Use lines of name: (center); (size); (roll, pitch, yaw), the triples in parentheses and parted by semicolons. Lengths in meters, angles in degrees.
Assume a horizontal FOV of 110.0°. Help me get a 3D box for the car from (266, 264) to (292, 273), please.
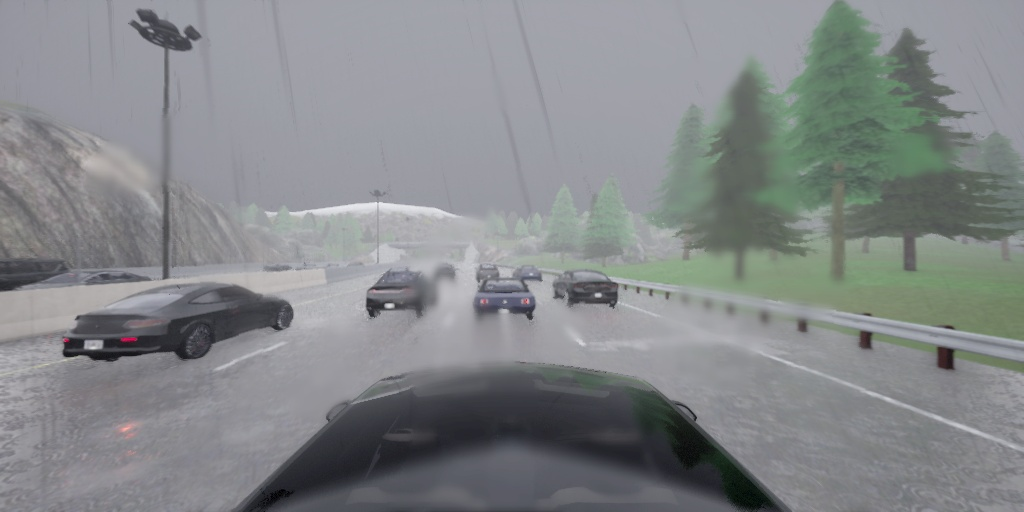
car: (-34.559, 1.767, 53.294); (1.895, 1.301, 4.718); (0, 0, -10)

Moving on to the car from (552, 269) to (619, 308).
car: (3.000, 1.295, 15.606); (1.882, 1.535, 5.008); (0, 0, -4)

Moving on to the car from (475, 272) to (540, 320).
car: (-0.320, 1.415, 13.008); (1.895, 1.301, 4.718); (0, 0, -3)

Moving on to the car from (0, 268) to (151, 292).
car: (-18.216, 1.385, 15.337); (2.128, 1.511, 4.902); (0, 0, -5)

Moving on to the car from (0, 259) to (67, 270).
car: (-21.655, 1.123, 14.618); (2.150, 2.045, 5.566); (0, 0, -5)

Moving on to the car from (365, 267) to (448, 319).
car: (-3.865, 1.321, 13.335); (2.128, 1.511, 4.902); (0, 0, -3)

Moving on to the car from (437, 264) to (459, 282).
car: (-5.656, 1.438, 30.645); (1.837, 1.490, 4.892); (0, 0, -8)

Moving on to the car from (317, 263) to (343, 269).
car: (-27.816, 1.754, 55.359); (1.895, 1.301, 4.718); (0, 0, -10)

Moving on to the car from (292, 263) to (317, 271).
car: (-31.316, 1.765, 55.063); (1.895, 1.301, 4.718); (0, 0, -10)

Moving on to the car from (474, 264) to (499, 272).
car: (-2.125, 1.412, 30.634); (2.128, 1.511, 4.902); (0, 0, -8)

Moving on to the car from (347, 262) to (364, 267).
car: (-24.397, 1.649, 56.058); (1.837, 1.490, 4.892); (0, 0, -10)

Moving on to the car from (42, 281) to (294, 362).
car: (-7.127, 1.339, 8.344); (1.812, 1.442, 4.674); (0, 0, -2)

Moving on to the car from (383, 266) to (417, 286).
car: (-8.917, 1.536, 28.874); (1.895, 1.301, 4.718); (0, 0, -8)

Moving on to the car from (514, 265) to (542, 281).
car: (1.305, 1.475, 31.320); (1.994, 1.385, 4.181); (0, 0, -8)
